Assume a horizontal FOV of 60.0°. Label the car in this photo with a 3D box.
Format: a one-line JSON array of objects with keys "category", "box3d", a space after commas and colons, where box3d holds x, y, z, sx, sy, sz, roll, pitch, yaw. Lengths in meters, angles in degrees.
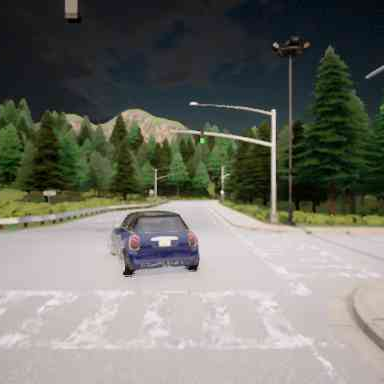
[{"category": "car", "box3d": [-1.407, 1.377, 10.769, 2.097, 1.767, 4.553, 0, 0, -19]}]
